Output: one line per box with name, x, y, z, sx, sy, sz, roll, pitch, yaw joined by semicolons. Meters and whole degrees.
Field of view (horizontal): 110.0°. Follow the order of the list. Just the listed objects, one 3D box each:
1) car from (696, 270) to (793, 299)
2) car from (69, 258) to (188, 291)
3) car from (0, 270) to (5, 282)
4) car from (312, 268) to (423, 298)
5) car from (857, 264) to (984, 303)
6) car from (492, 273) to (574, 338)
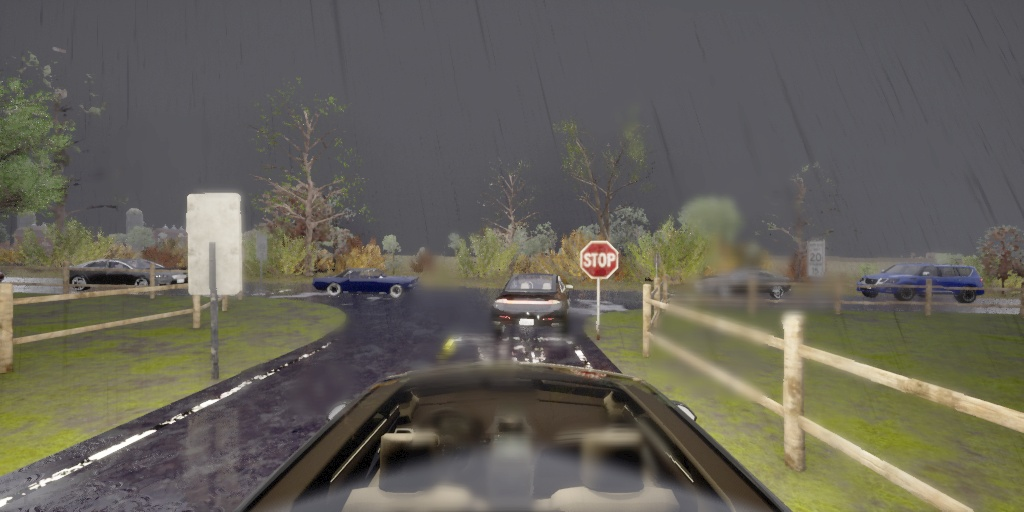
car;13.018;1.525;20.233;4.902;1.511;2.128;1;1;0
car;-18.478;0.885;17.350;4.902;1.511;2.128;1;1;0
car;-27.781;0.718;17.365;4.674;1.442;1.812;1;1;0
car;-6.810;1.249;17.323;4.718;1.301;1.895;1;1;0
car;22.914;1.466;20.214;5.566;2.045;2.150;1;1;0
car;0.713;1.240;10.285;2.128;1.511;4.902;0;0;9
